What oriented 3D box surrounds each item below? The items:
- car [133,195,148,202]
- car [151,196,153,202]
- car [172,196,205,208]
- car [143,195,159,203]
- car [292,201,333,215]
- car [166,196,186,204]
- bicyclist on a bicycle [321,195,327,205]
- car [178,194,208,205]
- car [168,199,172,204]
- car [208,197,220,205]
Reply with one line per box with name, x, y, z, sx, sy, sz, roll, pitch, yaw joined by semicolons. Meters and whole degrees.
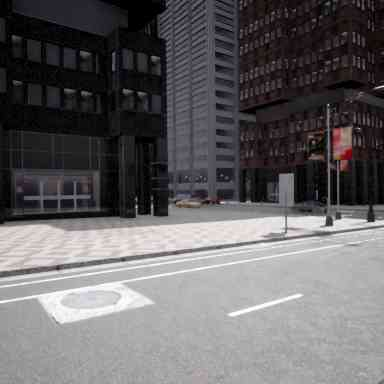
car;-12.632;1.617;80.922;1.967;1.590;4.097;-1;1;-36
car;-7.765;1.652;69.366;1.812;1.442;4.674;-1;0;-36
car;-0.547;1.699;49.349;1.752;1.417;4.829;-1;1;-36
car;-9.478;1.594;76.508;1.967;1.590;4.097;-1;1;-36
car;12.733;1.631;35.348;1.994;1.385;4.181;-1;0;-36
car;-3.268;1.636;67.819;1.752;1.417;4.829;-1;1;-36
bicyclist on a bicycle;17.416;1.252;43.805;1.656;1.620;0.582;-1;1;-36
car;-0.378;1.367;53.715;2.150;2.045;5.566;-1;1;-35
car;-1.570;1.672;60.752;2.033;1.411;5.357;-1;0;-35
car;3.139;1.612;58.853;1.887;1.381;4.507;-1;1;-36
